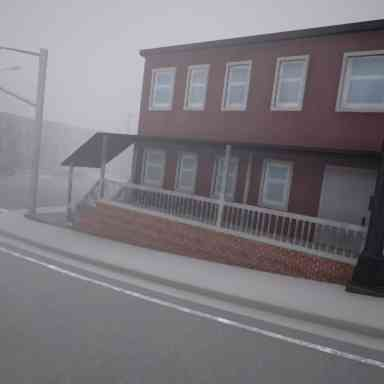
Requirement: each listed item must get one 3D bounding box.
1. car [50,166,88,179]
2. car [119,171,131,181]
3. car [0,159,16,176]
[{"bbox_3d":[-14.938,-2.467,40.637,1.812,1.442,4.674,10,6,36],"label":"car"},{"bbox_3d":[-8.652,-2.460,49.325,1.812,1.442,4.674,10,6,36],"label":"car"},{"bbox_3d":[-20.263,-2.645,33.260,2.097,1.767,4.553,10,6,35],"label":"car"}]
